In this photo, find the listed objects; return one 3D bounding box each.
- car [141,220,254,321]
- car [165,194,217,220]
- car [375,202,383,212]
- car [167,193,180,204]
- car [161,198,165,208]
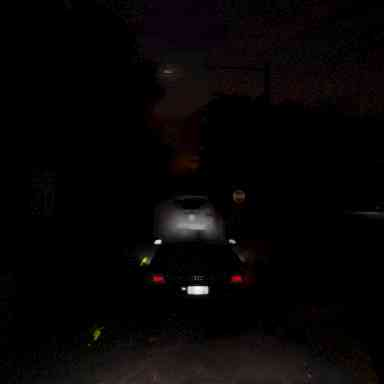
[{"bbox_3d":[0.075,1.556,7.391,1.994,1.385,4.181,0,0,-1],"label":"car"},{"bbox_3d":[0.110,1.194,17.633,2.150,2.045,5.566,0,0,2],"label":"car"},{"bbox_3d":[19.600,1.199,31.018,4.674,1.442,1.812,-1,1,-1],"label":"car"},{"bbox_3d":[-3.257,1.143,59.708,2.097,1.767,4.553,0,0,0],"label":"car"},{"bbox_3d":[-3.227,1.465,45.520,1.895,1.301,4.718,1,0,0],"label":"car"}]
